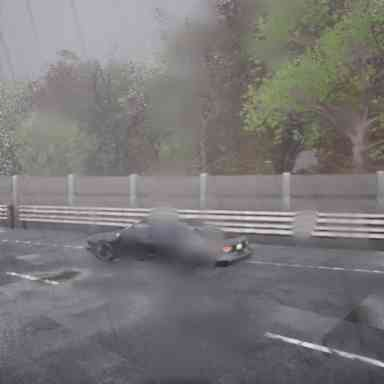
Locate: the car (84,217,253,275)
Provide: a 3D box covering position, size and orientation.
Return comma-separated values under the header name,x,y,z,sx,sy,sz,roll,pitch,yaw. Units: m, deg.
name,x,y,z,sx,sy,sz,roll,pitch,yaw
car,-0.881,1.496,10.226,5.357,1.411,2.033,0,0,32
